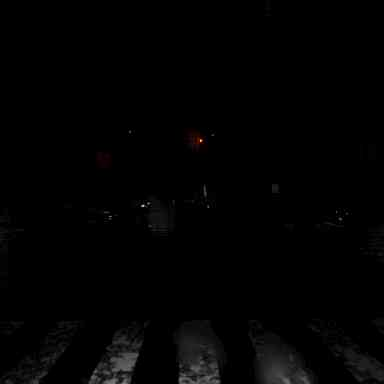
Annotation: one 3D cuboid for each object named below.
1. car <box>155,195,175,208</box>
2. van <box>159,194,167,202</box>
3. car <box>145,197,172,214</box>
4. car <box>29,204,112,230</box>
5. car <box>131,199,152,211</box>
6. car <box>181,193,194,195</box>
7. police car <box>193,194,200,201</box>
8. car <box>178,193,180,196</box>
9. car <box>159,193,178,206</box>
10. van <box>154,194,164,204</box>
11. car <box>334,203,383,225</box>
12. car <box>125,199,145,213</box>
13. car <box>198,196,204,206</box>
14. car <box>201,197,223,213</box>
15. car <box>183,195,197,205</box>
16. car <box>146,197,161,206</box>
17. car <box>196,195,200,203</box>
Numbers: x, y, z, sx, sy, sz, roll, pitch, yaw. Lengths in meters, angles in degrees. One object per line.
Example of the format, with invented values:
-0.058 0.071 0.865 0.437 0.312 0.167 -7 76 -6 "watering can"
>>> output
-3.563 1.485 43.513 1.882 1.535 5.008 0 0 -1 "car"
-6.704 1.369 77.511 1.690 1.788 3.998 0 0 -1 "van"
-3.449 1.569 34.700 1.994 1.385 4.181 0 0 -2 "car"
-7.555 1.527 20.825 4.902 1.511 2.128 -1 0 -1 "car"
-6.200 1.558 41.289 2.008 1.369 4.403 0 0 -1 "car"
-0.908 1.550 75.604 2.128 1.511 4.902 0 0 -1 "car"
1.246 1.464 90.590 1.930 1.638 5.238 0 0 -1 "police car"
-3.791 1.509 62.442 2.128 1.511 4.902 0 0 0 "car"
-3.684 1.364 52.663 2.097 1.767 4.553 0 0 -1 "car"
-6.554 1.361 66.685 1.690 1.788 3.998 0 0 -1 "van"
11.597 1.358 21.025 4.718 1.301 1.895 -1 0 -1 "car"
-6.131 1.556 36.297 2.008 1.369 4.403 0 0 -1 "car"
2.242 1.554 47.300 1.887 1.381 4.507 0 0 -1 "car"
2.393 1.556 36.412 2.008 1.369 4.403 0 0 -1 "car"
-0.609 1.616 61.041 1.895 1.301 4.718 0 0 -1 "car"
-6.403 1.579 55.859 1.947 1.339 4.313 0 0 -1 "car"
2.167 1.562 52.744 2.008 1.369 4.403 0 0 -1 "car"
